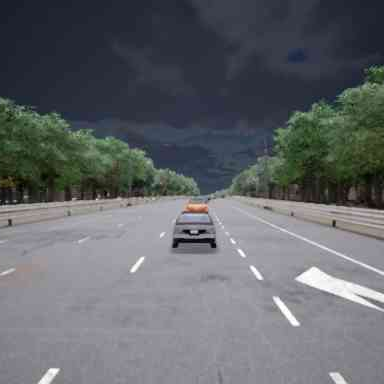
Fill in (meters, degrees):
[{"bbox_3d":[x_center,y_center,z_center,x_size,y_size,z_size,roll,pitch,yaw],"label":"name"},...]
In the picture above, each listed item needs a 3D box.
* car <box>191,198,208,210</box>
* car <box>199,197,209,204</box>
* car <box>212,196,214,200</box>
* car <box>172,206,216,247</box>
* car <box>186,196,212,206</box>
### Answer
[{"bbox_3d":[1.077,1.621,45.616,2.128,1.511,4.902,0,0,3],"label":"car"},{"bbox_3d":[2.471,1.801,69.437,1.994,1.385,4.181,0,0,4],"label":"car"},{"bbox_3d":[4.275,1.844,91.582,1.882,1.535,5.008,0,0,5],"label":"car"},{"bbox_3d":[0.128,1.564,15.147,2.033,1.411,5.357,0,0,1],"label":"car"},{"bbox_3d":[0.489,1.416,30.476,2.097,1.767,4.553,0,0,2],"label":"car"}]
